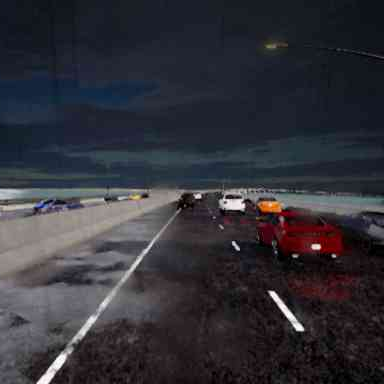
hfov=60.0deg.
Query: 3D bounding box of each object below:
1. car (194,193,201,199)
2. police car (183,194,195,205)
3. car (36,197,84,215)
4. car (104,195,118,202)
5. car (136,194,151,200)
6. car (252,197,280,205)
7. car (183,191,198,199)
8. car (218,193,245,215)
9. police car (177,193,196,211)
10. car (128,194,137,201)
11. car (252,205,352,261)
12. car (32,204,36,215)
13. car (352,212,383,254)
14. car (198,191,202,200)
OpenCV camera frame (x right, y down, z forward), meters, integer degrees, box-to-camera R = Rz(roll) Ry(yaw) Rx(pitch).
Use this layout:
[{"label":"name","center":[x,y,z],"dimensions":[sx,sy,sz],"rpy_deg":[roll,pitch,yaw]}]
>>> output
[{"label":"car","center":[1.519,1.014,91.203],"dimensions":[2.033,1.411,5.357],"rpy_deg":[0,0,2]},{"label":"police car","center":[-0.472,1.235,55.657],"dimensions":[1.930,1.638,5.238],"rpy_deg":[0,0,1]},{"label":"car","center":[-10.447,1.266,27.173],"dimensions":[2.097,1.767,4.553],"rpy_deg":[0,0,1]},{"label":"car","center":[-16.632,1.282,68.578],"dimensions":[2.033,1.411,5.357],"rpy_deg":[0,0,1]},{"label":"car","center":[-9.634,1.242,68.389],"dimensions":[1.837,1.490,4.892],"rpy_deg":[0,0,1]},{"label":"car","center":[7.315,1.245,33.064],"dimensions":[2.097,1.767,4.553],"rpy_deg":[0,0,1]},{"label":"car","center":[-0.589,1.059,49.587],"dimensions":[2.150,2.045,5.566],"rpy_deg":[0,0,1]},{"label":"car","center":[3.807,1.117,32.599],"dimensions":[2.150,2.045,5.566],"rpy_deg":[0,0,1]},{"label":"police car","center":[-0.753,1.296,39.684],"dimensions":[1.930,1.638,5.238],"rpy_deg":[0,0,1]},{"label":"car","center":[-12.988,1.191,74.057],"dimensions":[1.882,1.535,5.008],"rpy_deg":[0,0,1]},{"label":"car","center":[3.635,1.441,12.169],"dimensions":[1.882,1.535,5.008],"rpy_deg":[0,0,0]},{"label":"car","center":[-13.882,1.372,32.886],"dimensions":[1.882,1.535,5.008],"rpy_deg":[0,0,1]},{"label":"car","center":[7.139,1.507,13.224],"dimensions":[2.033,1.411,5.357],"rpy_deg":[0,0,0]},{"label":"car","center":[1.010,0.812,74.246],"dimensions":[2.150,2.045,5.566],"rpy_deg":[0,0,2]}]
